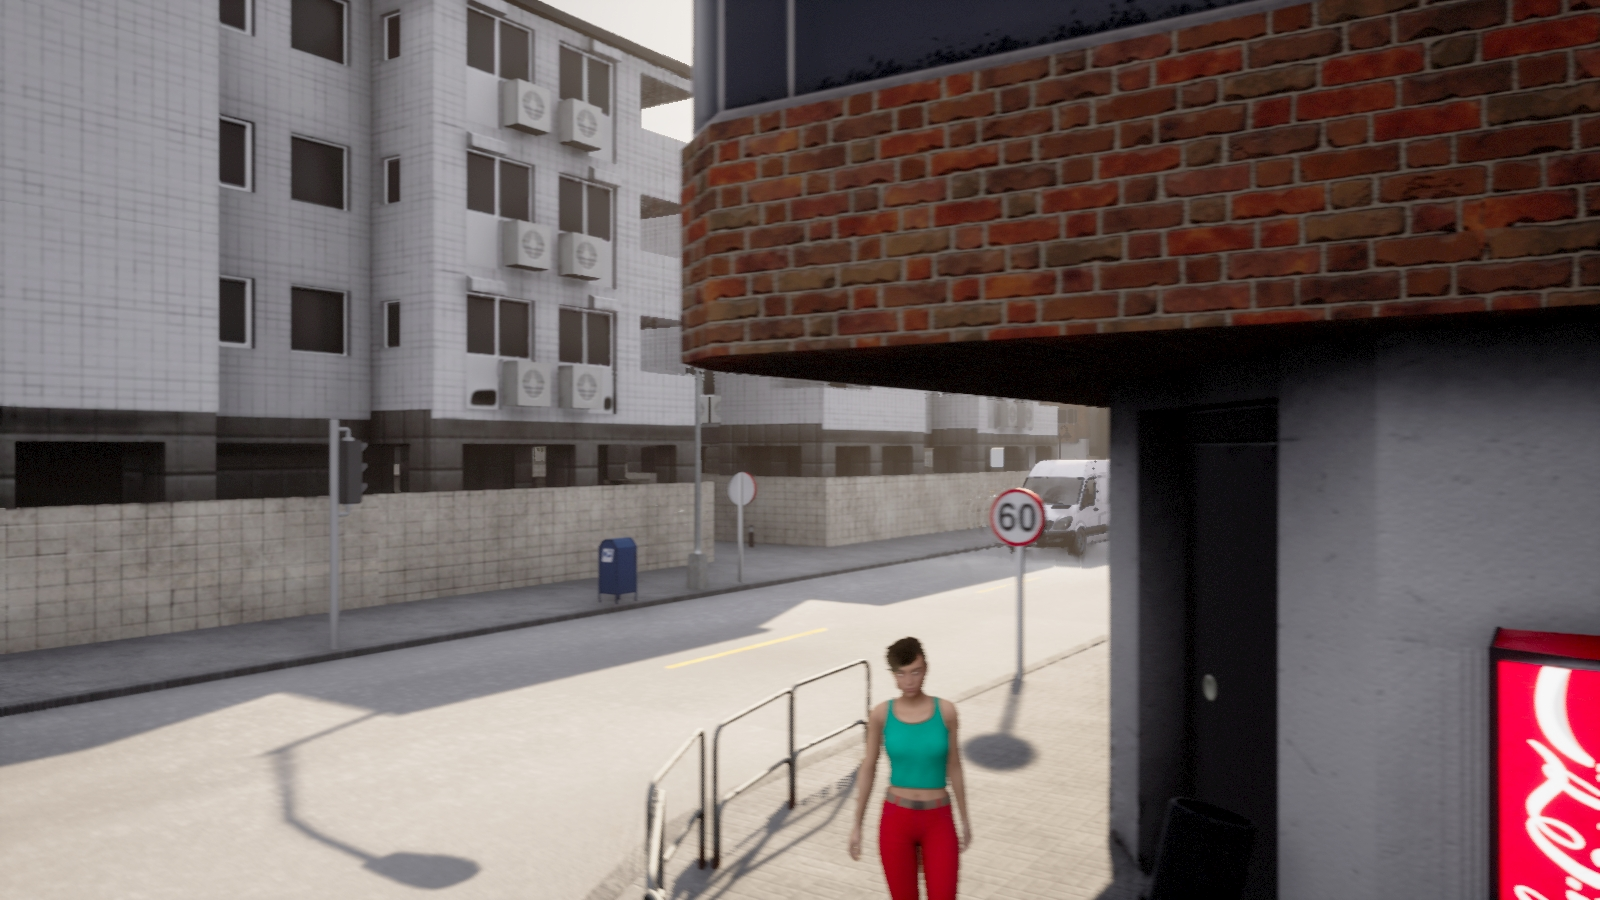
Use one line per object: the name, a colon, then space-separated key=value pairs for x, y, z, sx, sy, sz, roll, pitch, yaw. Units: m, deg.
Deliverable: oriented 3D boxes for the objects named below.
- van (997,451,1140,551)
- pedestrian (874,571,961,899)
van: x=7.701 y=1.317 z=32.274 sx=1.988 sy=2.561 sz=5.915 roll=0 pitch=0 yaw=34
pedestrian: x=0.550 y=1.516 z=5.300 sx=0.375 sy=1.860 sz=0.375 roll=0 pitch=0 yaw=10
